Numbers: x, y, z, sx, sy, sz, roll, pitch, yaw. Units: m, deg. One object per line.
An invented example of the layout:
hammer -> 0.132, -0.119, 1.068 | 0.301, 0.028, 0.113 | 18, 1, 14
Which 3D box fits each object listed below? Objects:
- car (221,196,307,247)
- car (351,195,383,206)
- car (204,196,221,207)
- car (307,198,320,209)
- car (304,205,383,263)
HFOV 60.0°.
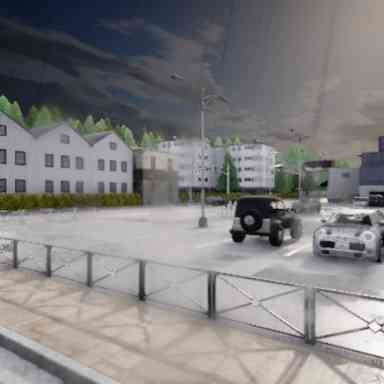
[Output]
car -> 3.077, 1.085, 13.682 | 1.905, 1.878, 3.866 | 0, 0, 35
car -> 10.296, 1.100, 18.221 | 1.932, 1.855, 4.605 | 0, 0, 35
car -> 3.389, 1.351, 47.196 | 1.837, 1.490, 4.892 | 0, 0, 35
car -> 10.387, 1.311, 30.403 | 2.007, 1.523, 4.514 | 0, 0, 35
car -> 5.444, 1.364, 11.267 | 1.970, 1.475, 3.806 | 0, 0, 35
